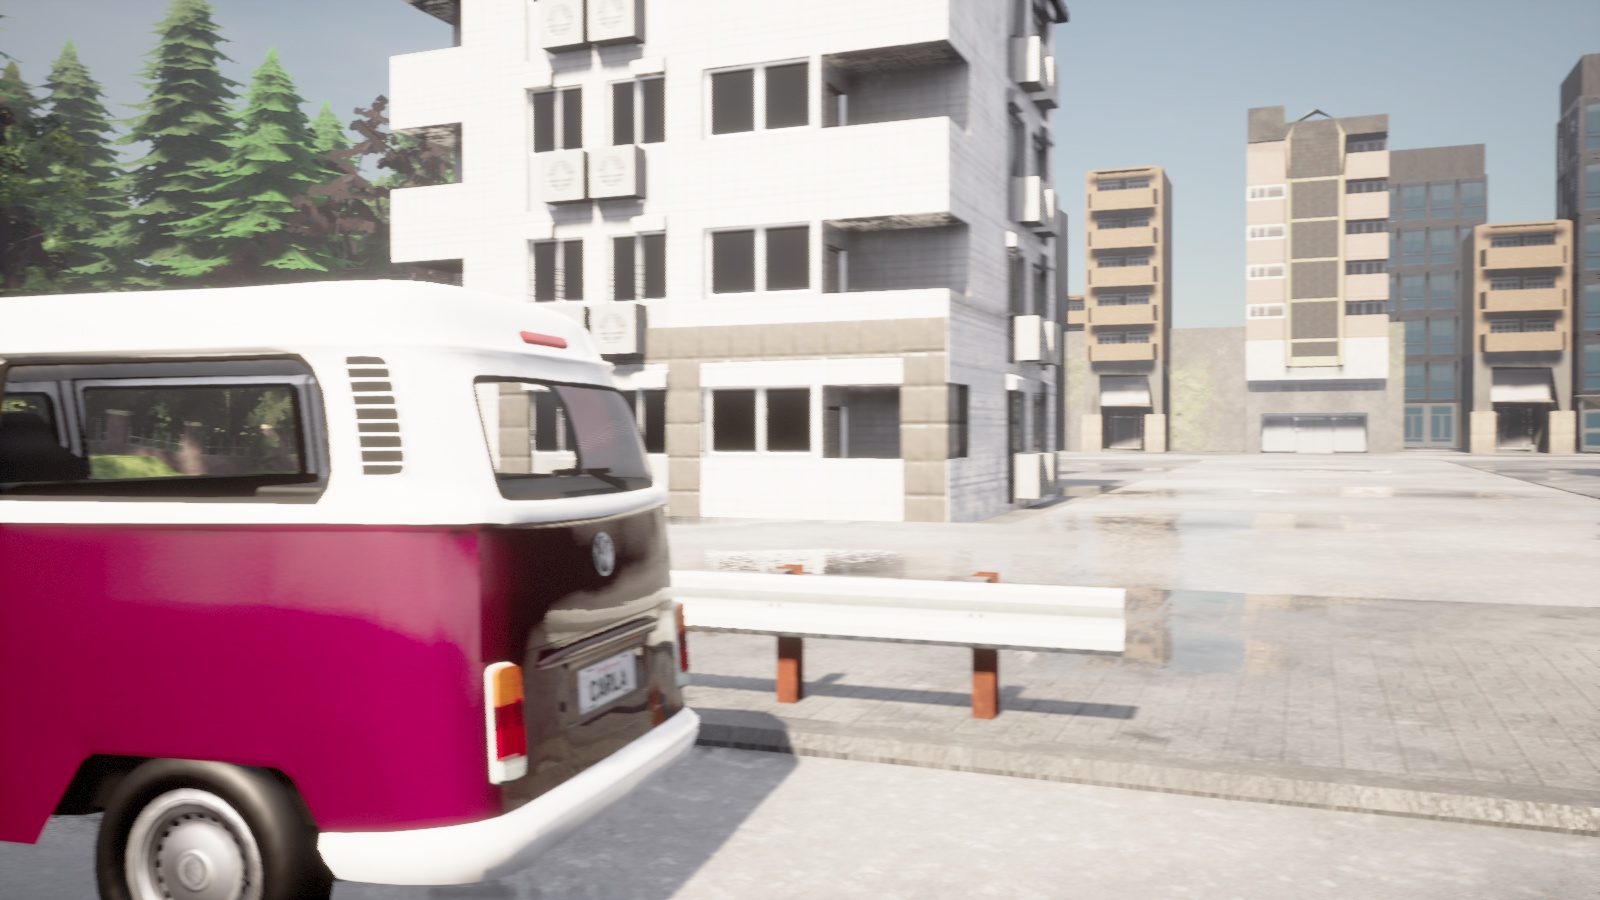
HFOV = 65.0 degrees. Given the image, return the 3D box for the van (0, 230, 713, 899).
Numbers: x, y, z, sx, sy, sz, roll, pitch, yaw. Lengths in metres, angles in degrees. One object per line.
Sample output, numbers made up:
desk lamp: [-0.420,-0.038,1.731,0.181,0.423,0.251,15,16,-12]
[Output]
van: [-2.787,0.464,4.620,4.480,2.038,2.069,0,1,15]
